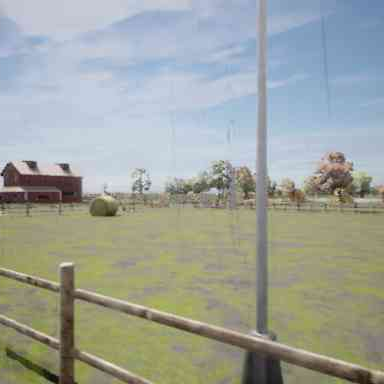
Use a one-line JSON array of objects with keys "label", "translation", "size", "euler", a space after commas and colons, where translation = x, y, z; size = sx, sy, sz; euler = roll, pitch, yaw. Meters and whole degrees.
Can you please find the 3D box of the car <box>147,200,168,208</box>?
[{"label": "car", "translation": [-6.567, 2.245, 64.571], "size": [1.882, 1.535, 5.008], "euler": [-1, -1, 35]}]
